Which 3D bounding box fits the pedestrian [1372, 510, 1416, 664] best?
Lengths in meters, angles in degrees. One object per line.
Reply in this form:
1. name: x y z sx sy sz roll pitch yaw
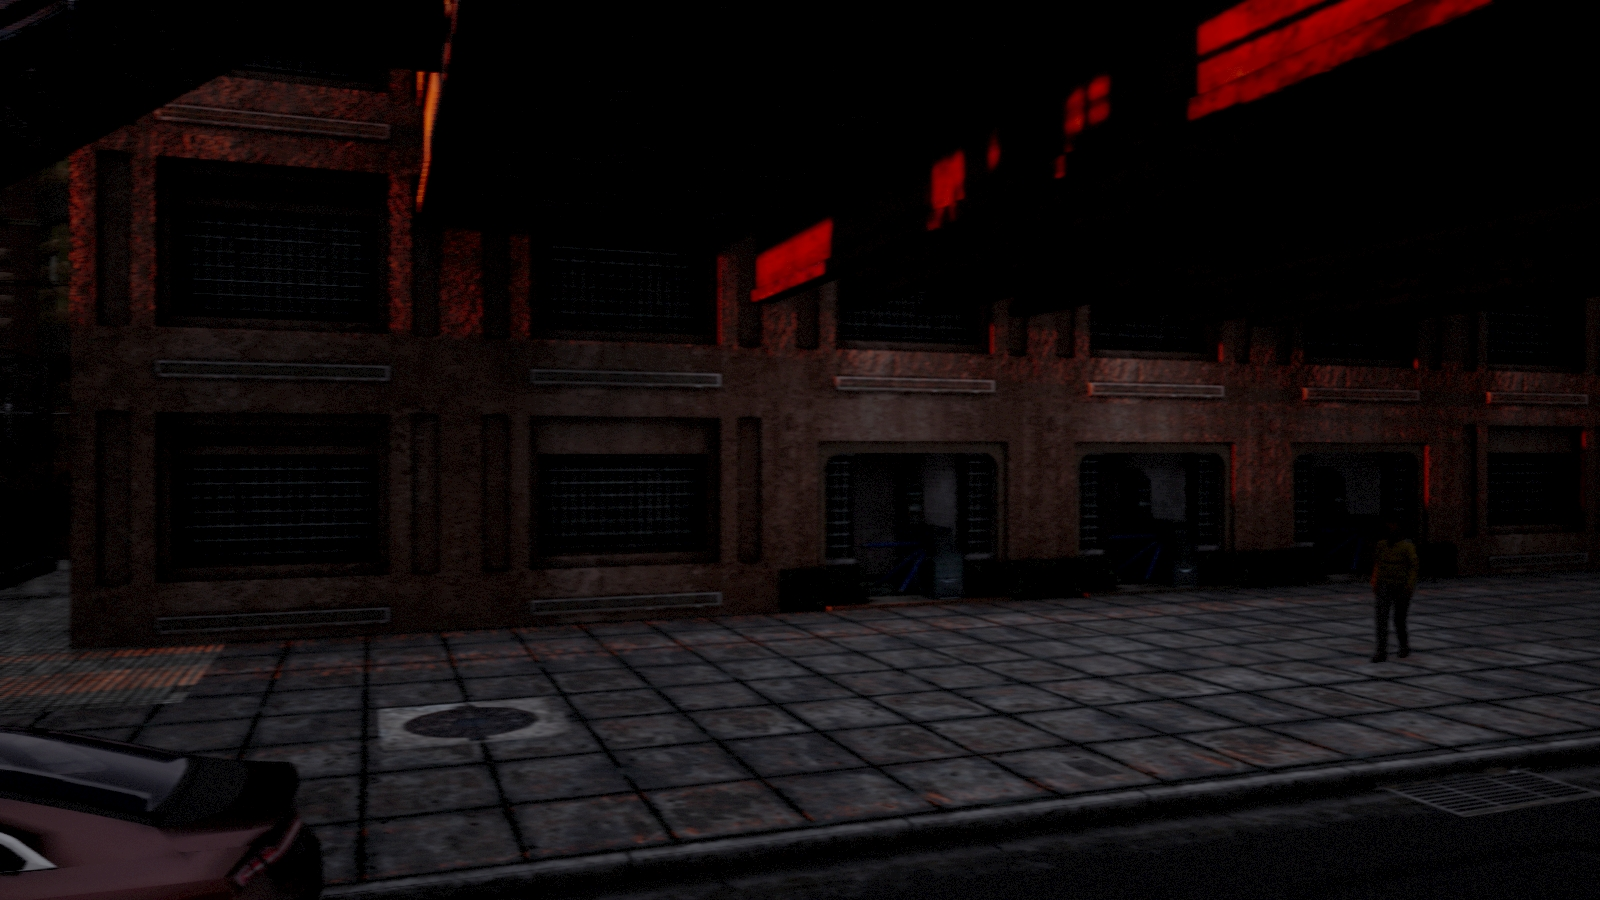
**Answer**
1. pedestrian: 7.414 1.694 14.260 0.375 1.860 0.375 0 0 -40
